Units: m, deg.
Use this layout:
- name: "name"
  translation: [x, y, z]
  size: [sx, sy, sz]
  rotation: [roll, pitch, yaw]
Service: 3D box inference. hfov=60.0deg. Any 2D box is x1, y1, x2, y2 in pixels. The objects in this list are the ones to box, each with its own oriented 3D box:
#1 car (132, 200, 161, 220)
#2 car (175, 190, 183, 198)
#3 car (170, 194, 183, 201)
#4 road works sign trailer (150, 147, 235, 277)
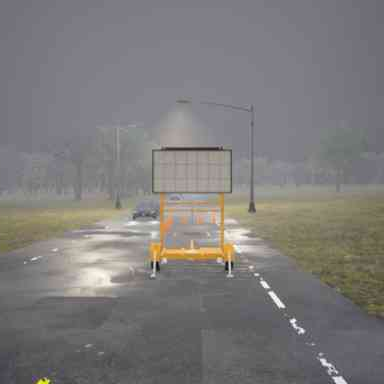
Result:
- name: "car"
  translation: [-3.587, 1.407, 26.884]
  size: [1.837, 1.490, 4.892]
  rotation: [0, 0, 0]
- name: "car"
  translation: [-3.456, 0.457, 90.132]
  size: [2.150, 2.045, 5.566]
  rotation: [0, 1, 0]
- name: "car"
  translation: [-3.475, 1.041, 67.879]
  size: [1.882, 1.535, 5.008]
  rotation: [0, 1, 0]
- name: "road works sign trailer"
  translation: [0.004, 0.445, 10.169]
  size: [2.380, 3.560, 2.880]
  rotation: [0, 0, 0]
